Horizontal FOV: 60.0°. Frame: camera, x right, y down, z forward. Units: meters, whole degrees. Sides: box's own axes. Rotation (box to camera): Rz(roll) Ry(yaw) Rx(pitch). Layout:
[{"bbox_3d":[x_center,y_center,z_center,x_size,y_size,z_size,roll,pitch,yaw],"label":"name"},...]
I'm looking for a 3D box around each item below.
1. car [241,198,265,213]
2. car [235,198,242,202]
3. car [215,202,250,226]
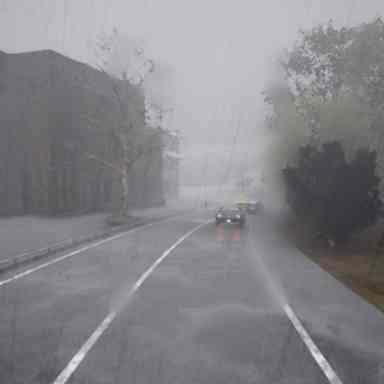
[{"bbox_3d":[7.638,1.705,40.229,1.812,1.442,4.674,2,0,20],"label":"car"},{"bbox_3d":[7.677,1.603,49.739,1.882,1.535,5.008,2,1,23],"label":"car"},{"bbox_3d":[2.902,1.635,24.134,1.895,1.301,4.718,1,0,12],"label":"car"}]
